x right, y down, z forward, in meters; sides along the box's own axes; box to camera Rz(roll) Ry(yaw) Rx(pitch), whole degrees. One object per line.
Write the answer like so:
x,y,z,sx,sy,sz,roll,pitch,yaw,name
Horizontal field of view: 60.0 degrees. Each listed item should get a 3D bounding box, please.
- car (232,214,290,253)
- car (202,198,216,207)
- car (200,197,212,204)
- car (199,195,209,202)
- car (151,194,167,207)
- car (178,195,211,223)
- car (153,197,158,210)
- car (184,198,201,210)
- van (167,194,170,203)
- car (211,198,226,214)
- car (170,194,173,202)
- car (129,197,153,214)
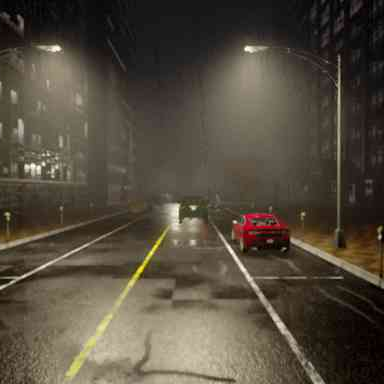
2.681,1.562,13.658,1.887,1.381,4.507,-1,0,0,car
2.680,1.610,53.157,2.008,1.369,4.403,-1,0,0,car
2.679,1.619,64.442,2.008,1.369,4.403,-1,0,0,car
2.677,1.518,75.728,1.967,1.590,4.097,-1,0,0,car
-5.704,1.375,53.134,2.192,1.841,5.009,-1,0,0,car
0.099,1.255,26.060,2.150,2.045,5.566,0,0,0,car
-5.700,1.632,41.850,1.802,1.307,4.206,-1,0,0,car
0.099,1.543,44.458,2.128,1.511,4.902,0,0,0,car
-5.704,1.411,64.416,1.690,1.788,3.998,-1,0,0,van
2.681,1.594,36.228,2.008,1.369,4.403,-1,0,0,car
-5.704,1.390,70.058,2.192,1.841,5.009,-1,0,0,car
-5.700,1.570,36.039,1.752,1.417,4.829,-1,0,0,car
